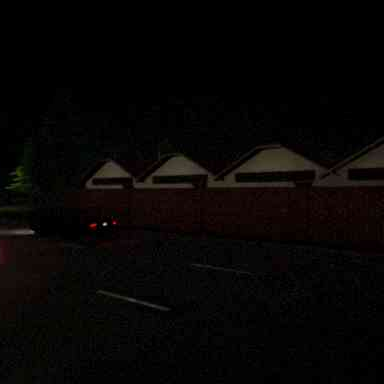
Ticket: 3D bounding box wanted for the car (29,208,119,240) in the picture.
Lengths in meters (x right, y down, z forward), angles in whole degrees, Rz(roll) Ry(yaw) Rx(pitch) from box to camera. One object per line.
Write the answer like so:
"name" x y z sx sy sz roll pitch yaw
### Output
"car" -6.093 1.545 16.940 5.357 1.411 2.033 0 0 35
